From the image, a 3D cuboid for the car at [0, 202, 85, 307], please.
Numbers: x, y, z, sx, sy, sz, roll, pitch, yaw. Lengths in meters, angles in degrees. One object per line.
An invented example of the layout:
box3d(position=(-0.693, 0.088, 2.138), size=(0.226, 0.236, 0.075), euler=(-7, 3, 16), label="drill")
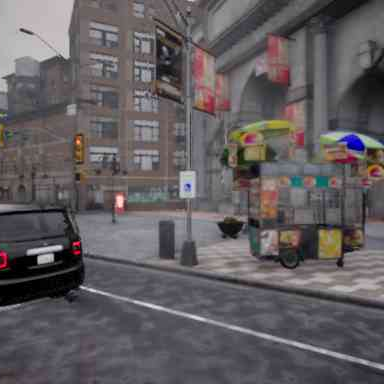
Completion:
box3d(position=(-4.730, 1.248, 7.359), size=(5.566, 2.045, 2.150), euler=(0, 0, 36), label="car")
